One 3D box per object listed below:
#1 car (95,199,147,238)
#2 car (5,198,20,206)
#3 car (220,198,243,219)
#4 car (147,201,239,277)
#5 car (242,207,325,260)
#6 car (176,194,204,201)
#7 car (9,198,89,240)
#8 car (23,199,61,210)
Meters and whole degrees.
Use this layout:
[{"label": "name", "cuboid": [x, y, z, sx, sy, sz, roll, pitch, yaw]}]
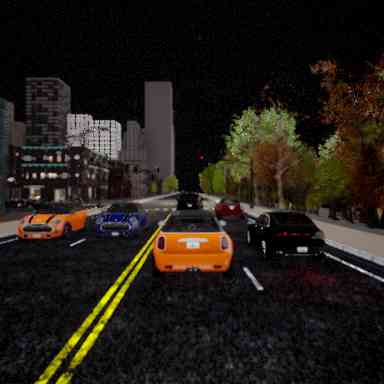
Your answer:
[{"label": "car", "cuboid": [-3.510, 1.304, 17.323, 2.097, 1.767, 4.553, 0, 0, -1]}, {"label": "car", "cuboid": [-28.852, 1.671, 53.922, 4.403, 1.369, 2.008, -1, 1, -1]}, {"label": "car", "cuboid": [3.071, 1.274, 27.962, 2.097, 1.767, 4.553, 0, 0, -1]}, {"label": "car", "cuboid": [0.006, 1.323, 10.301, 2.097, 1.767, 4.553, 0, 0, -1]}, {"label": "car", "cuboid": [3.238, 1.468, 12.236, 1.837, 1.490, 4.892, 0, -1, -1]}, {"label": "car", "cuboid": [-0.180, 1.143, 28.211, 2.150, 2.045, 5.566, 0, 0, -1]}, {"label": "car", "cuboid": [-6.753, 1.306, 16.662, 2.097, 1.767, 4.553, 0, 0, -1]}, {"label": "car", "cuboid": [-20.426, 1.696, 45.501, 4.313, 1.339, 1.947, -1, 1, -1]}]
